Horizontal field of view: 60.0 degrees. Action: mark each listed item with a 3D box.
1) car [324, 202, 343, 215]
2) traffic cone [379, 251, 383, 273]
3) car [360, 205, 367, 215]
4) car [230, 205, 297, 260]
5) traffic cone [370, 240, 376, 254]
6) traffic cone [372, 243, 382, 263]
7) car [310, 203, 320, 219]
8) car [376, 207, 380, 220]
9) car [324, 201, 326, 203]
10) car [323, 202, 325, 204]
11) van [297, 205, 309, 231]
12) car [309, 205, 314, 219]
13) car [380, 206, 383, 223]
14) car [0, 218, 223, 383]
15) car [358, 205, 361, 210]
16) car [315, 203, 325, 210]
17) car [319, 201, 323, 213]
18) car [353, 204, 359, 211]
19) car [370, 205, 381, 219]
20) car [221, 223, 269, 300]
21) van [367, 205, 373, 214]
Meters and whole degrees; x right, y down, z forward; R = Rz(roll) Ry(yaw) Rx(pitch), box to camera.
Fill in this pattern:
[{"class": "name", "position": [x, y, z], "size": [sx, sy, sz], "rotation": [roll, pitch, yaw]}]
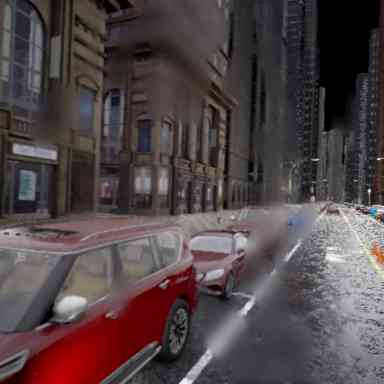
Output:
[{"class": "car", "position": [22.600, 2.816, 53.236], "size": [1.882, 1.535, 5.008], "rotation": [2, -1, 23]}, {"class": "traffic cone", "position": [6.258, 2.283, 10.581], "size": [0.340, 0.580, 0.340], "rotation": [2, -1, 23]}, {"class": "car", "position": [30.454, 3.248, 56.969], "size": [1.802, 1.307, 4.206], "rotation": [2, -1, 23]}, {"class": "car", "position": [2.843, 1.548, 13.948], "size": [2.192, 1.841, 5.009], "rotation": [2, 0, 23]}, {"class": "traffic cone", "position": [7.828, 2.375, 14.260], "size": [0.340, 0.580, 0.340], "rotation": [2, -1, 23]}, {"class": "traffic cone", "position": [7.043, 2.329, 12.421], "size": [0.340, 0.580, 0.340], "rotation": [2, -1, 23]}, {"class": "car", "position": [13.827, 2.323, 39.702], "size": [1.967, 1.590, 4.097], "rotation": [2, -1, 23]}, {"class": "car", "position": [21.662, 2.723, 36.364], "size": [1.802, 1.307, 4.206], "rotation": [2, -1, 23]}, {"class": "car", "position": [27.009, 3.223, 70.606], "size": [2.008, 1.369, 4.403], "rotation": [2, -1, 23]}, {"class": "car", "position": [22.613, 2.974, 60.304], "size": [1.947, 1.339, 4.313], "rotation": [2, -1, 23]}, {"class": "van", "position": [7.237, 1.833, 24.249], "size": [1.690, 1.788, 3.998], "rotation": [2, -1, 23]}, {"class": "car", "position": [9.361, 2.143, 29.242], "size": [1.752, 1.417, 4.829], "rotation": [2, -1, 23]}, {"class": "car", "position": [19.475, 2.325, 31.215], "size": [2.192, 1.841, 5.009], "rotation": [2, -1, 23]}, {"class": "car", "position": [-1.553, 1.292, 3.646], "size": [2.192, 1.841, 5.009], "rotation": [2, 0, 23]}, {"class": "car", "position": [32.652, 3.380, 62.120], "size": [1.802, 1.307, 4.206], "rotation": [2, -1, 23]}, {"class": "car", "position": [29.141, 3.326, 75.600], "size": [1.752, 1.417, 4.829], "rotation": [2, -1, 23]}, {"class": "car", "position": [18.222, 2.585, 50.003], "size": [1.967, 1.590, 4.097], "rotation": [2, -1, 23]}, {"class": "car", "position": [39.247, 3.740, 77.574], "size": [1.887, 1.381, 4.507], "rotation": [2, -1, 23]}, {"class": "car", "position": [23.929, 2.801, 41.672], "size": [1.752, 1.417, 4.829], "rotation": [2, -1, 23]}, {"class": "car", "position": [0.634, 1.686, 8.794], "size": [1.802, 1.307, 4.206], "rotation": [2, 0, 23]}, {"class": "van", "position": [26.067, 2.744, 46.669], "size": [1.690, 1.788, 3.998], "rotation": [2, -1, 23]}]
